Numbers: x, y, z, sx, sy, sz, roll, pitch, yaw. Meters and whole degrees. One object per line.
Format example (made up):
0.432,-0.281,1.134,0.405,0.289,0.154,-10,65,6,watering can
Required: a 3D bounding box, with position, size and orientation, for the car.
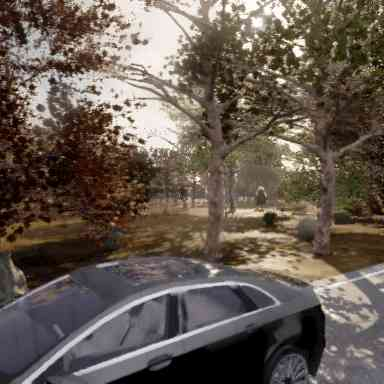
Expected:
-0.705,1.491,3.182,4.902,1.511,2.128,0,0,-36,car
